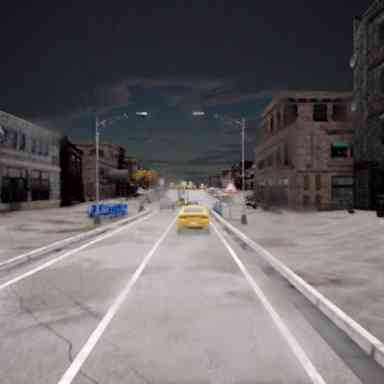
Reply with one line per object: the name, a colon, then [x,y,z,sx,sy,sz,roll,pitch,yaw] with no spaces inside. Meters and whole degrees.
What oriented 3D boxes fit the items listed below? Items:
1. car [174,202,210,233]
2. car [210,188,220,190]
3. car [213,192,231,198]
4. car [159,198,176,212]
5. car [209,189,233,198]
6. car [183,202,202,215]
car: [0.096,1.594,20.711,1.882,1.535,5.008,0,0,0]
car: [8.098,0.482,93.485,4.553,1.767,2.185,0,2,-1]
car: [8.166,0.744,90.737,4.674,1.452,2.002,0,2,-1]
car: [-3.008,1.550,41.651,1.882,1.535,5.008,0,0,0]
car: [8.009,0.800,87.978,5.366,1.575,1.946,0,2,-1]
car: [0.096,1.795,37.201,1.994,1.385,4.181,0,-2,0]
